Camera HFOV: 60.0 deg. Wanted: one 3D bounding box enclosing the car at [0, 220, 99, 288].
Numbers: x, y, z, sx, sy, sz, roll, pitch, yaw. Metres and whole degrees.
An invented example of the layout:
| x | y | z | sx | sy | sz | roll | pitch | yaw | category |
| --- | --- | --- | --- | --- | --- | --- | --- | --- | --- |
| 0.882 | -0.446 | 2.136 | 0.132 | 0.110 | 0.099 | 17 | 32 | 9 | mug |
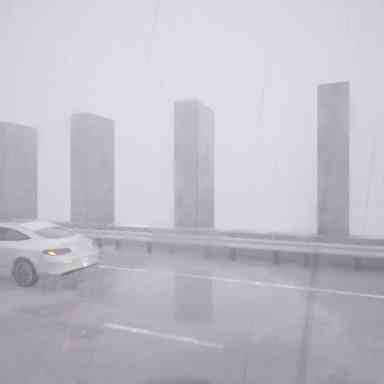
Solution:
| x | y | z | sx | sy | sz | roll | pitch | yaw | category |
| --- | --- | --- | --- | --- | --- | --- | --- | --- | --- |
| -4.705 | 1.496 | 8.946 | 4.674 | 1.442 | 1.812 | 0 | 0 | 23 | car |
